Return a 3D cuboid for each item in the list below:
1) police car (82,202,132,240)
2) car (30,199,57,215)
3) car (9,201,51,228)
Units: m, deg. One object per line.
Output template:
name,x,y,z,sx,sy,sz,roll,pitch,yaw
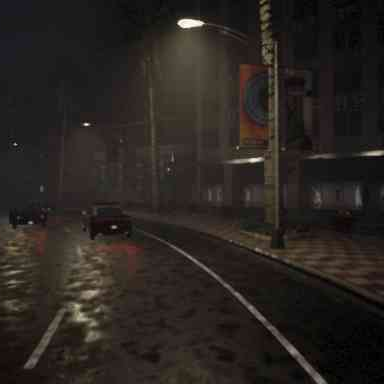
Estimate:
police car,-4.470,1.343,17.004,1.930,1.638,5.238,0,0,-24
car,-14.578,1.373,31.730,2.128,1.511,4.902,-1,0,-44
car,-10.799,1.525,21.679,1.895,1.301,4.718,-1,0,-32
